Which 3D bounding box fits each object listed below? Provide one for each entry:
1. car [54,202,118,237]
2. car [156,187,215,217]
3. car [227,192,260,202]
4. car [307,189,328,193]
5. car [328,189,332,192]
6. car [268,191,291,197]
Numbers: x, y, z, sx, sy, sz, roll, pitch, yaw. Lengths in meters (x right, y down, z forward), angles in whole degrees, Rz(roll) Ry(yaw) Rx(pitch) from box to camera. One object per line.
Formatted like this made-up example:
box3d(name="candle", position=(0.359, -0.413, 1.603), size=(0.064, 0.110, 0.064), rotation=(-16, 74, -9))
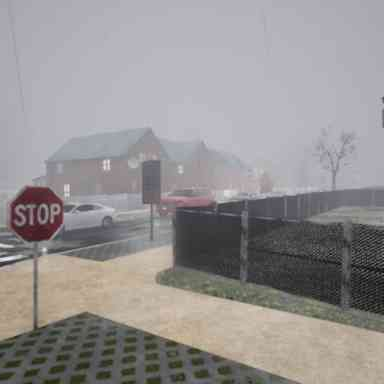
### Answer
box3d(name="car", position=(-5.799, 1.232, 16.547), size=(1.812, 1.442, 4.674), rotation=(0, 1, 36))
box3d(name="car", position=(-0.324, 0.693, 24.702), size=(2.150, 2.045, 5.566), rotation=(0, 1, 34))
box3d(name="car", position=(5.194, 0.728, 33.002), size=(2.128, 1.511, 4.902), rotation=(0, 1, 34))
box3d(name="car", position=(16.429, 0.404, 44.631), size=(1.812, 1.442, 4.674), rotation=(0, 1, 33))
box3d(name="car", position=(21.955, 0.226, 52.975), size=(1.994, 1.385, 4.181), rotation=(0, 1, 34))
box3d(name="car", position=(10.869, 0.568, 41.509), size=(1.994, 1.385, 4.181), rotation=(0, 1, 34))
